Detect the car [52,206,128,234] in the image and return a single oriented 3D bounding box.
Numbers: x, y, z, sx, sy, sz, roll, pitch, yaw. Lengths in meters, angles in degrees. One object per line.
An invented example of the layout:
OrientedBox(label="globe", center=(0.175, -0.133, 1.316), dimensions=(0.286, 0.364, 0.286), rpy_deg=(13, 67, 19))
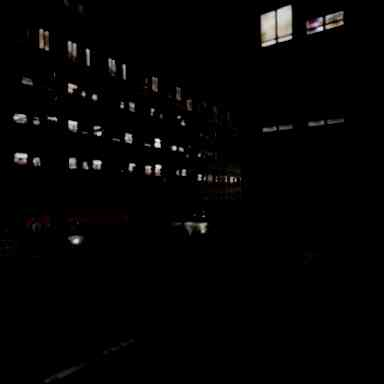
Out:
OrientedBox(label="car", center=(-6.652, 1.944, 23.019), dimensions=(1.882, 1.535, 5.008), rpy_deg=(-1, -1, 35))

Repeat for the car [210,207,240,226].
OrientedBox(label="car", center=(3.625, 2.157, 27.670), dimensions=(1.802, 1.307, 4.206), rpy_deg=(-2, -2, 35))

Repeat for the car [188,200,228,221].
OrientedBox(label="car", center=(1.836, 1.951, 35.128), dimensions=(2.150, 2.045, 5.566), rpy_deg=(-1, 0, 35))

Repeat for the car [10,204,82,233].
OrientedBox(label="car", center=(-9.773, 1.781, 23.110), dimensions=(2.192, 1.841, 5.009), rpy_deg=(-2, -2, 35))
